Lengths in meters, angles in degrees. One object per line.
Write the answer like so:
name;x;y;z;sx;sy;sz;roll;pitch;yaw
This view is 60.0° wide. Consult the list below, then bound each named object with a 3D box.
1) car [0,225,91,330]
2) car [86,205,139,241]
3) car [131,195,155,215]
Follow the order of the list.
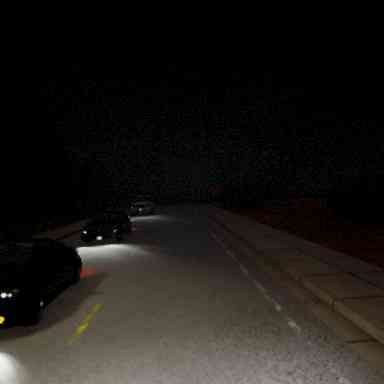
car;-3.834;1.735;7.179;1.994;1.385;4.181;-3;0;-3
car;-4.361;1.718;17.802;2.033;1.411;5.357;-3;0;-3
car;-5.199;1.391;35.525;2.150;2.045;5.566;-3;0;-2
